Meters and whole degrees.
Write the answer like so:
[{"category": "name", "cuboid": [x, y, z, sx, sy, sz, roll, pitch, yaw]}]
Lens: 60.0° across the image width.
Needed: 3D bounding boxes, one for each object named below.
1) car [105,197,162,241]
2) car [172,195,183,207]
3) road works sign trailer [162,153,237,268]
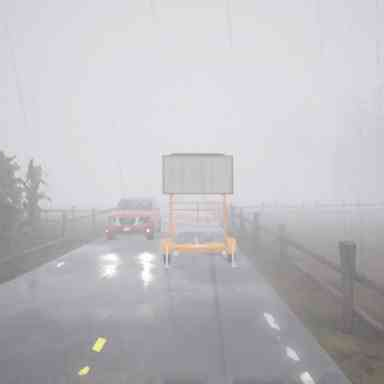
[{"category": "car", "cuboid": [-2.825, 1.265, 17.173, 2.150, 2.045, 5.566, 0, 0, 0]}, {"category": "car", "cuboid": [-2.734, 1.588, 60.325, 2.150, 2.045, 5.566, 0, -1, 1]}, {"category": "road works sign trailer", "cuboid": [0.189, 0.483, 11.375, 2.380, 3.560, 2.880, 0, 0, -2]}]
